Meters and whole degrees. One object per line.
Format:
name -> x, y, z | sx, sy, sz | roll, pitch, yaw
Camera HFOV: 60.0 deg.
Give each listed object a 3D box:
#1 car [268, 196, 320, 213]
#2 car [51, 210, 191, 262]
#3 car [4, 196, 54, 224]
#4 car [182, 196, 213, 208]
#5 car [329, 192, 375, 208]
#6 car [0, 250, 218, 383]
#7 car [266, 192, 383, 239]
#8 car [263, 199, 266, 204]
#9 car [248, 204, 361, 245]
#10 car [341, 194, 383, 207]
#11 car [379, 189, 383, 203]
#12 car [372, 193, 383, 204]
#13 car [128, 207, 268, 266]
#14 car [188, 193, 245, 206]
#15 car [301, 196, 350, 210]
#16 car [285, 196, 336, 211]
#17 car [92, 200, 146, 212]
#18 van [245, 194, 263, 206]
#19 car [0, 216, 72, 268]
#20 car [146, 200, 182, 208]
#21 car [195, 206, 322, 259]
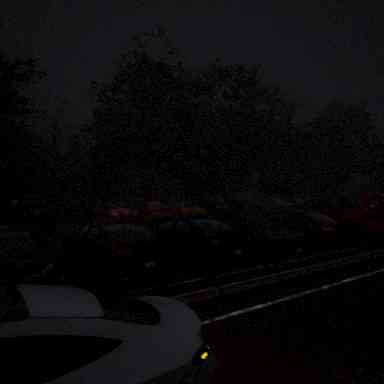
car -> 10.596, 1.236, 34.861 | 2.097, 1.535, 5.008 | -1, 1, -35
car -> -2.392, 1.540, 9.779 | 2.097, 1.535, 5.008 | 0, 0, -35
car -> -10.057, 1.285, 20.422 | 2.435, 2.045, 5.566 | 0, 0, -35
car -> -0.912, 1.422, 27.020 | 1.946, 1.575, 5.366 | -1, 1, -35
car -> 19.738, 0.955, 41.221 | 2.185, 1.767, 4.553 | -1, 1, -35
car -> -1.915, 1.526, 2.314 | 4.674, 1.442, 1.812 | 0, 0, -35
car -> 6.713, 1.177, 16.199 | 2.435, 2.045, 5.566 | -1, 1, -35
car -> 8.317, 1.315, 33.261 | 2.002, 1.452, 4.674 | -1, 1, -35
car -> 4.455, 1.506, 14.580 | 2.002, 1.452, 4.674 | -1, 1, -35
car -> 22.002, 1.080, 42.848 | 2.002, 1.452, 4.674 | -1, 1, -35
car -> 31.139, 0.624, 49.211 | 2.435, 2.045, 5.566 | -1, 1, -35
car -> 28.841, 0.917, 47.641 | 2.097, 1.535, 5.008 | -1, 1, -35
car -> -0.108, 1.523, 11.380 | 2.097, 1.535, 5.008 | -1, 0, -35
car -> 1.489, 1.136, 28.441 | 2.435, 2.045, 5.566 | -1, 1, -35
car -> 15.143, 1.189, 38.074 | 2.163, 1.488, 4.792 | -1, 1, -35
car -> 12.876, 1.199, 36.460 | 2.231, 1.521, 4.892 | -1, 1, -35
car -> -5.487, 1.371, 23.626 | 2.185, 1.767, 4.553 | -1, 0, -35
van -> 3.821, 1.124, 29.966 | 1.878, 1.987, 4.442 | -1, 1, -35
car -> -4.682, 1.589, 8.186 | 2.002, 1.452, 4.674 | 0, 0, -35
car -> -3.184, 1.464, 25.195 | 2.097, 1.535, 5.008 | -1, 0, -35
car -> 2.188, 1.528, 12.960 | 2.163, 1.488, 4.792 | -1, 0, -35
